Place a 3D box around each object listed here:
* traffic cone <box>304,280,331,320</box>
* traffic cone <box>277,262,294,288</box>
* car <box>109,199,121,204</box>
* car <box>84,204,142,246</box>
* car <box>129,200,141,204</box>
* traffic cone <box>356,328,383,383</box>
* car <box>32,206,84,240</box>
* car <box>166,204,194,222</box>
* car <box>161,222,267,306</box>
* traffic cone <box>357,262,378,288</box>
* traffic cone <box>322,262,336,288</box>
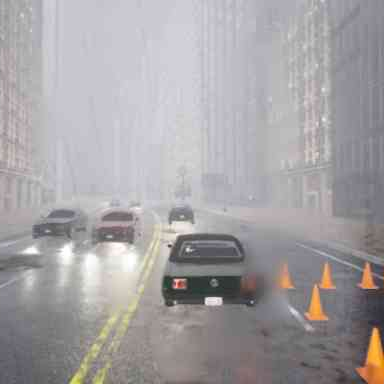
[{"bbox_3d":[2.276,1.997,6.116,0.340,0.580,0.340,0,0,0],"label":"traffic cone"},{"bbox_3d":[2.280,2.010,8.116,0.340,0.580,0.340,0,0,0],"label":"traffic cone"},{"bbox_3d":[-13.425,1.903,58.193,2.033,1.411,5.357,0,0,-14],"label":"car"},{"bbox_3d":[-3.532,1.570,16.103,1.882,1.535,5.008,0,0,-4],"label":"car"},{"bbox_3d":[-9.617,1.962,56.284,1.895,1.301,4.718,0,0,-13],"label":"car"},{"bbox_3d":[2.270,1.985,4.116,0.340,0.580,0.340,0,0,0],"label":"traffic cone"},{"bbox_3d":[-6.922,1.572,18.017,1.882,1.535,5.008,0,0,-4],"label":"car"},{"bbox_3d":[-0.962,1.647,26.334,1.882,1.535,5.008,0,0,-6],"label":"car"},{"bbox_3d":[0.331,1.651,8.076,1.895,1.301,4.718,0,0,-1],"label":"car"},{"bbox_3d":[4.280,2.014,8.111,0.340,0.580,0.340,0,0,0],"label":"traffic cone"},{"bbox_3d":[3.280,2.012,8.114,0.340,0.580,0.340,0,0,0],"label":"traffic cone"}]
